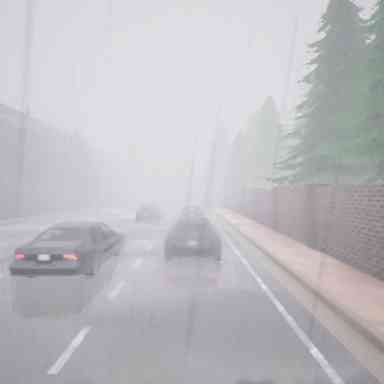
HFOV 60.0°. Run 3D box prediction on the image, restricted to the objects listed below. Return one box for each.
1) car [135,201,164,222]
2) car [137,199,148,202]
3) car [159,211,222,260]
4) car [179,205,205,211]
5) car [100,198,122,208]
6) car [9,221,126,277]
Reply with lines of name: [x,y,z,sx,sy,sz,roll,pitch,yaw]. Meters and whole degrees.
car: [-3.475,1.717,27.668,1.994,1.385,4.181,0,0,1]
car: [-7.619,1.776,51.773,2.128,1.511,4.902,0,-1,-15]
car: [0.039,1.635,12.723,1.994,1.385,4.181,0,0,0]
car: [0.008,1.687,25.370,2.033,1.411,5.357,0,0,1]
car: [-13.674,1.814,56.206,1.837,1.490,4.892,1,-2,-44]
car: [-3.480,1.605,10.368,2.033,1.411,5.357,0,0,1]
